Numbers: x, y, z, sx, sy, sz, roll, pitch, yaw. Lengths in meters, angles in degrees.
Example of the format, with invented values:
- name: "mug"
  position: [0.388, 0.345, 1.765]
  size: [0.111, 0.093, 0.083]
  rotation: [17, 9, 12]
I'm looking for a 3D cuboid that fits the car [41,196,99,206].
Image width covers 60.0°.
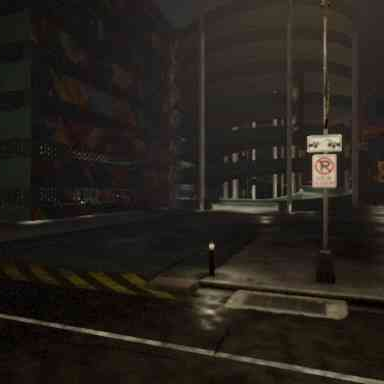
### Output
- name: "car"
  position: [-11.903, 1.305, 32.363]
  size: [4.674, 1.452, 2.002]
  rotation: [0, 0, 20]

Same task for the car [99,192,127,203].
- name: "car"
  position: [-14.638, 1.004, 61.114]
  size: [5.566, 2.045, 2.435]
  rotation: [0, 0, 20]

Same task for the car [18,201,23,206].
- name: "car"
  position: [-20.326, 1.441, 43.491]
  size: [4.718, 1.301, 1.895]
  rotation: [0, 0, 20]
